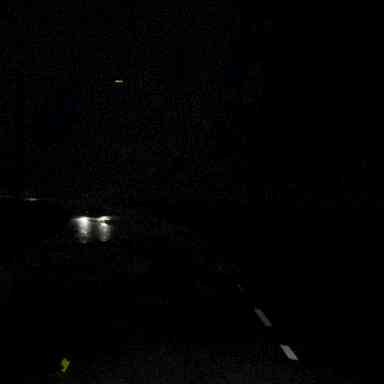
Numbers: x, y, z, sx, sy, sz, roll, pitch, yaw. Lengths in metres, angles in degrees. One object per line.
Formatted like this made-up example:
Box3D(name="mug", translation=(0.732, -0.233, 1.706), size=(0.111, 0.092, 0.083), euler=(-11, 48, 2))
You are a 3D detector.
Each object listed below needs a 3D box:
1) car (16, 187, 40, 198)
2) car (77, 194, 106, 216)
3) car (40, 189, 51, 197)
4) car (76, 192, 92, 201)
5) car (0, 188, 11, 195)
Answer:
Box3D(name="car", translation=(-31.868, 0.087, 63.759), size=(5.566, 2.045, 2.150), euler=(2, 1, 44))
Box3D(name="car", translation=(-8.725, 1.193, 29.190), size=(1.882, 1.535, 5.008), euler=(0, 1, -21))
Box3D(name="car", translation=(-30.133, 0.225, 66.683), size=(5.008, 1.535, 1.882), euler=(2, 1, 41))
Box3D(name="car", translation=(-17.167, 0.791, 53.628), size=(1.837, 1.490, 4.892), euler=(0, 1, -37))
Box3D(name="car", translation=(-44.135, -0.118, 76.899), size=(5.357, 1.411, 2.033), euler=(2, 0, 28))
